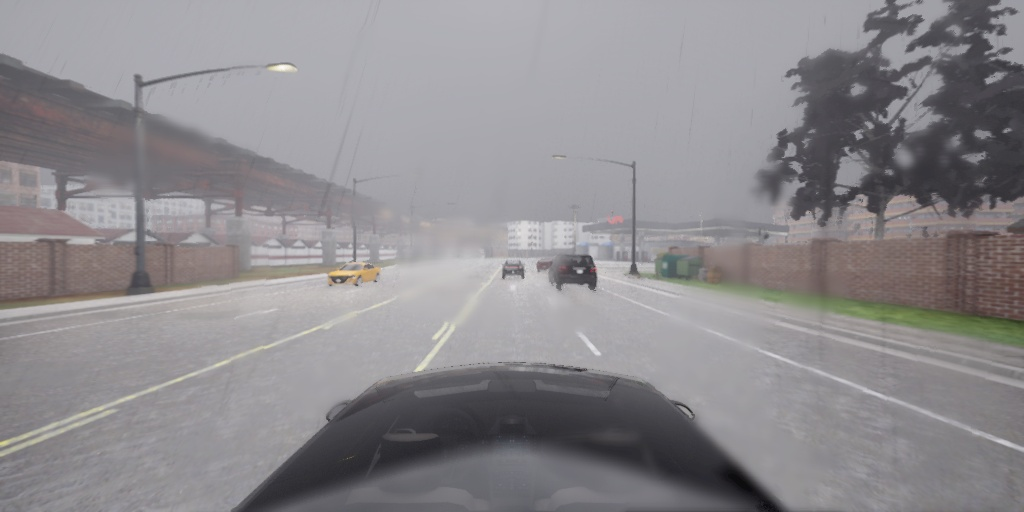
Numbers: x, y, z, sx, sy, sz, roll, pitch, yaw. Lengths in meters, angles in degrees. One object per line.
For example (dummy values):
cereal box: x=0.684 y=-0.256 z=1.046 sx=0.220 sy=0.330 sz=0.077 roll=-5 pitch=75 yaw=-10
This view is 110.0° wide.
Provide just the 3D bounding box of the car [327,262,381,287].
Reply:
car: x=-10.498 y=1.177 z=24.186 sx=1.882 sy=1.535 sz=5.008 roll=0 pitch=1 yaw=0

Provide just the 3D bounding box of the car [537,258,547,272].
car: x=4.232 y=0.946 z=40.697 sx=1.882 sy=1.535 sz=5.008 roll=-1 pitch=0 yaw=17

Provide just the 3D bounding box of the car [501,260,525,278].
car: x=0.102 y=1.068 z=31.068 sx=2.128 sy=1.511 sz=4.902 roll=0 pitch=1 yaw=0

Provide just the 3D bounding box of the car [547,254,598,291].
car: x=3.599 y=0.902 z=21.575 sx=2.150 sy=2.045 sz=5.566 roll=0 pitch=0 yaw=0
